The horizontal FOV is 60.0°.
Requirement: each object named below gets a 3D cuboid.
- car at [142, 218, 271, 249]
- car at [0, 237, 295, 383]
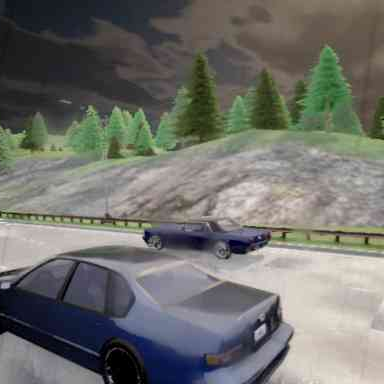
[{"bbox_3d":[0.373,1.603,12.369,4.718,1.301,1.895,0,0,35],"label":"car"},{"bbox_3d":[-1.324,1.557,4.994,5.357,1.411,2.033,0,0,35],"label":"car"}]
